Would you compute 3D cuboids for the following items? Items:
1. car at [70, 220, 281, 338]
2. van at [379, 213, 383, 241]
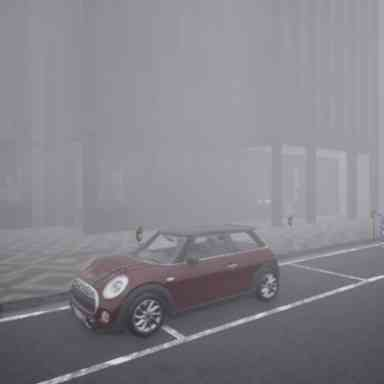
[{"bbox_3d":[-0.199,1.417,6.512,4.097,1.590,1.967,0,0,-36],"label":"car"},{"bbox_3d":[8.974,1.246,13.063,3.998,1.788,1.690,0,0,-36],"label":"van"}]
